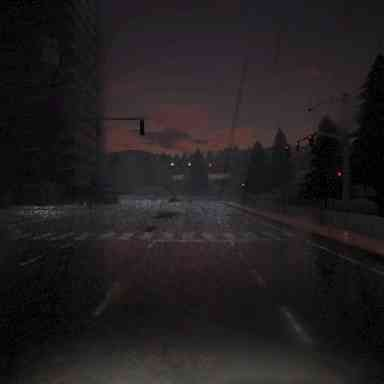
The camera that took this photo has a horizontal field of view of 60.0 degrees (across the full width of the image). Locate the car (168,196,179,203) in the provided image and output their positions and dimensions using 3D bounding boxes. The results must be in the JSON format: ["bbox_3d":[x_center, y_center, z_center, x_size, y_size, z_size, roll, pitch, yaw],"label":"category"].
[{"bbox_3d":[-3.907,1.548,70.729,1.994,1.385,4.181,0,0,-10],"label":"car"}]
